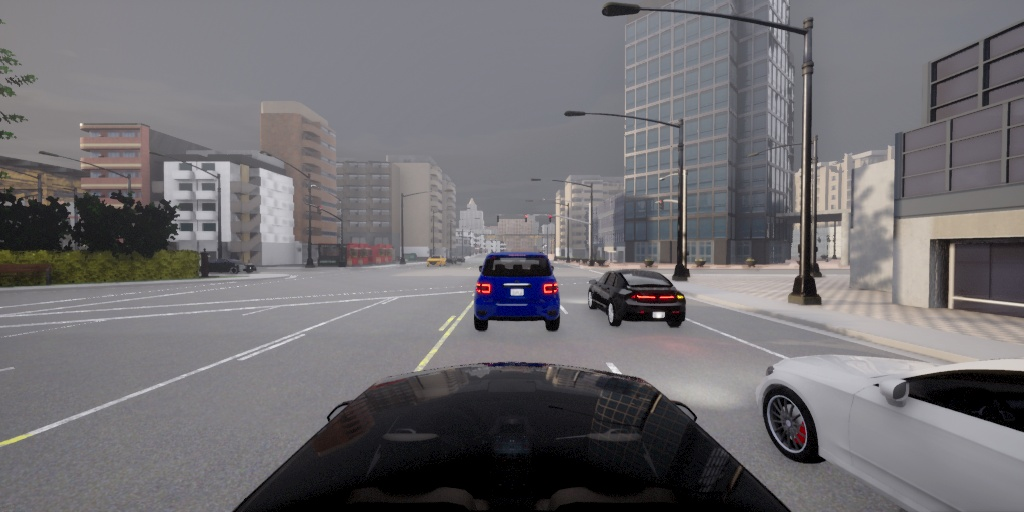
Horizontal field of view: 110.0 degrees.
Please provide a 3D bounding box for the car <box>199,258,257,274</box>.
[{"bbox_3d":[-25.497,0.906,32.246,4.181,1.385,1.994,0,1,1],"label":"car"}]

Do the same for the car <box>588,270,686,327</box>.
[{"bbox_3d":[3.646,1.166,11.210,1.837,1.490,4.892,0,1,1],"label":"car"}]

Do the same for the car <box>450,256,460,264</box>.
[{"bbox_3d":[-10.299,0.704,58.874,1.895,1.301,4.718,0,0,1],"label":"car"}]

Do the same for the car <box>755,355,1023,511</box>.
[{"bbox_3d":[3.599,1.274,1.996,1.812,1.442,4.674,0,0,0],"label":"car"}]

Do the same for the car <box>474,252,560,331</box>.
[{"bbox_3d":[0.134,0.885,10.846,2.150,2.045,5.566,0,1,0],"label":"car"}]

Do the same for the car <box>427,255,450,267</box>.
[{"bbox_3d":[-10.348,0.630,49.441,1.882,1.535,5.008,0,0,1],"label":"car"}]
